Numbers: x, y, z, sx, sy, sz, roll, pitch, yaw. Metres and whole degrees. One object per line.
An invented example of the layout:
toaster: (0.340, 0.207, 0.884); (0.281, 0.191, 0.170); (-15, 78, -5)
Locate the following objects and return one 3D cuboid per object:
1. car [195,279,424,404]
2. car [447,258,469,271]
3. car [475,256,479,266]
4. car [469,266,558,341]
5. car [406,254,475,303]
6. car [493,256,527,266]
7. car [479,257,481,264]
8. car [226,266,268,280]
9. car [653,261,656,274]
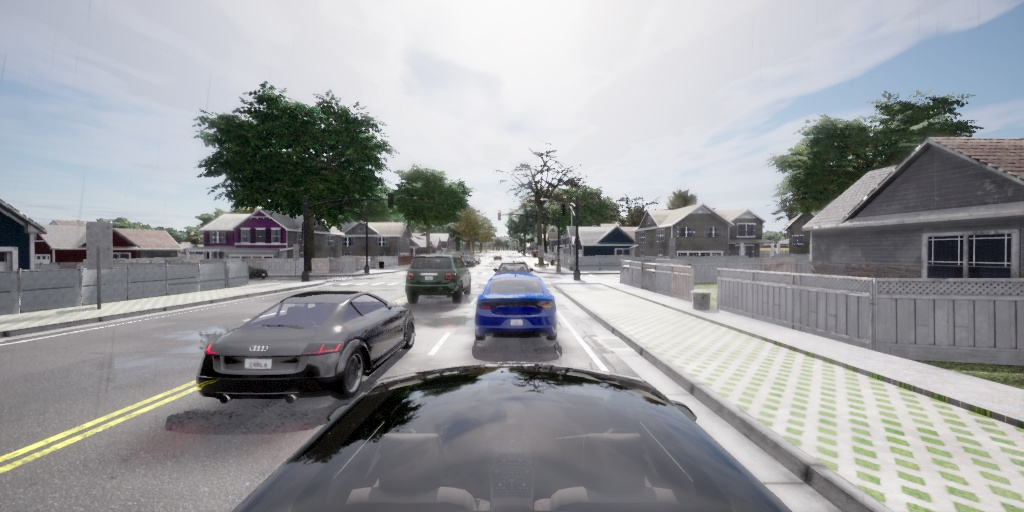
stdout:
car: (-3.157, 1.308, 6.470); (1.994, 1.385, 4.181); (0, 0, 0)
car: (-6.663, 1.011, 44.800); (2.033, 1.411, 5.357); (0, 1, 0)
car: (-6.661, 0.715, 54.238); (2.097, 1.767, 4.553); (0, 1, 0)
car: (0.088, 1.213, 9.887); (1.882, 1.535, 5.008); (0, 0, 0)
car: (-3.173, 0.927, 16.351); (2.150, 2.045, 5.566); (0, 0, 0)
car: (0.074, 1.041, 18.842); (2.097, 1.767, 4.553); (0, 0, 0)
car: (-6.652, 0.728, 64.518); (2.033, 1.411, 5.357); (0, 1, 0)
car: (-22.624, 1.267, 29.215); (5.008, 1.535, 1.882); (0, 1, 3)
car: (12.675, 1.095, 32.532); (4.718, 1.301, 1.895); (0, 1, 1)
